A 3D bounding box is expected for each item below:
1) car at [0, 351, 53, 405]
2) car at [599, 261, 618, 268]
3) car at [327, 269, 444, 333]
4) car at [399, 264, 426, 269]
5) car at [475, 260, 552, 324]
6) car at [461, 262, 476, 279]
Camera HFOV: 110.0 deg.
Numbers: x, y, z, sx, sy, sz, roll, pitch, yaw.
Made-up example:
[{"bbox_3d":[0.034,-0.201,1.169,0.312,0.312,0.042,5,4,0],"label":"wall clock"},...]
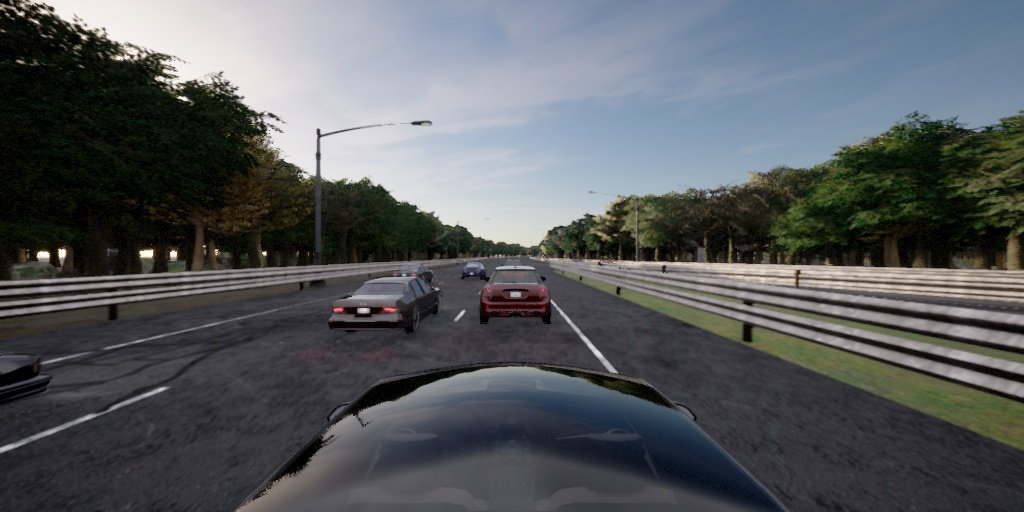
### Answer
[{"bbox_3d":[-6.895,1.292,2.102,2.033,1.411,5.357,1,0,0],"label":"car"},{"bbox_3d":[12.331,1.402,48.336,2.033,1.411,5.357,0,0,-14],"label":"car"},{"bbox_3d":[-3.394,1.300,10.711,2.033,1.411,5.357,0,0,0],"label":"car"},{"bbox_3d":[-6.896,1.288,25.435,2.033,1.411,5.357,0,-1,0],"label":"car"},{"bbox_3d":[0.104,1.104,12.190,2.097,1.767,4.553,0,0,0],"label":"car"},{"bbox_3d":[-3.385,1.286,32.297,1.812,1.442,4.674,0,0,0],"label":"car"}]
